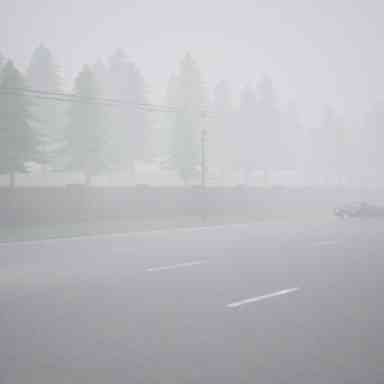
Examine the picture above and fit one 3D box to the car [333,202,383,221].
[{"bbox_3d":[12.760,1.392,24.873,4.718,1.301,1.895,-1,0,-34],"label":"car"}]
